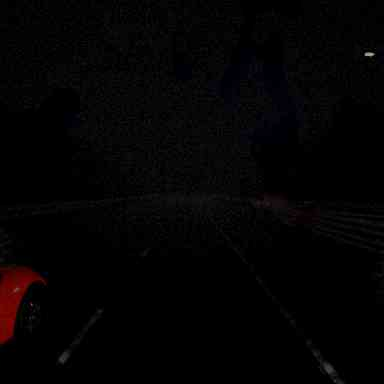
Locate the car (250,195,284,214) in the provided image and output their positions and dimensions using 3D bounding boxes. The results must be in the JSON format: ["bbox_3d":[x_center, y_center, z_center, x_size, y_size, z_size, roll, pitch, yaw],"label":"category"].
[{"bbox_3d":[8.472,1.379,37.933,2.150,2.045,5.566,0,0,-10],"label":"car"}]

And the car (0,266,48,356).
[{"bbox_3d":[-3.401,1.362,3.605,2.097,1.767,4.553,0,0,0],"label":"car"}]
